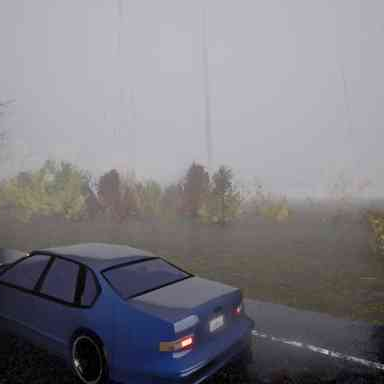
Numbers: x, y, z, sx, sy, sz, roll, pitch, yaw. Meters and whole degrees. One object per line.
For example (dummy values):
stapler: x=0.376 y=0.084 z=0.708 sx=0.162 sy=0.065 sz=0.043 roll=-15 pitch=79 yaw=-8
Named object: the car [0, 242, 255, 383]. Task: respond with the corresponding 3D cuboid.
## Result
car: x=-1.753 y=1.548 z=5.273 sx=5.357 sy=1.411 sz=2.033 roll=0 pitch=0 yaw=36
